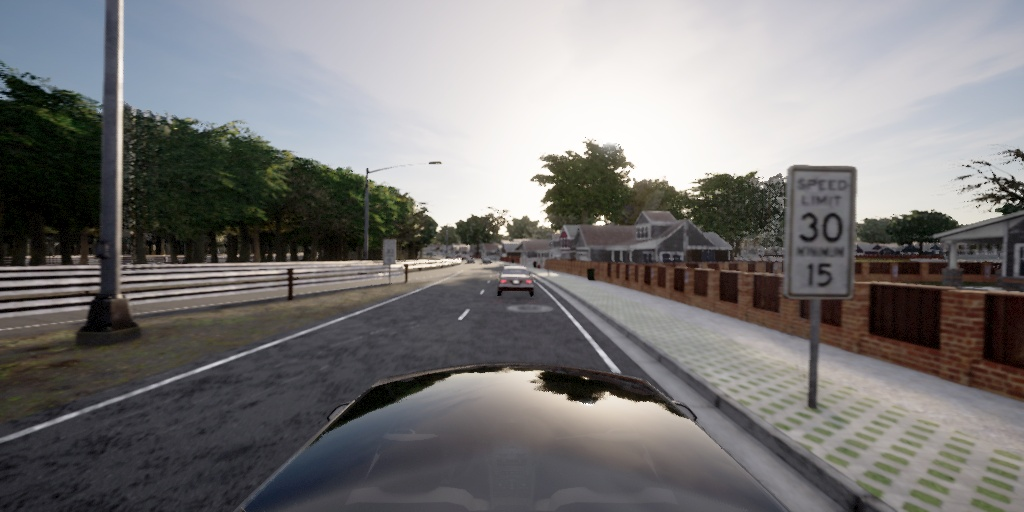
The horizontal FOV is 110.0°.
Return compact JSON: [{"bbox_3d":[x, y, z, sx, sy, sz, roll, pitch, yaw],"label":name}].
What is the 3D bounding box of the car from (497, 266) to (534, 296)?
[{"bbox_3d":[0.169,1.241,19.124,2.033,1.411,5.357,1,0,-1],"label":"car"}]
